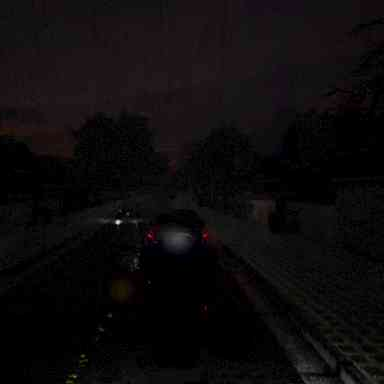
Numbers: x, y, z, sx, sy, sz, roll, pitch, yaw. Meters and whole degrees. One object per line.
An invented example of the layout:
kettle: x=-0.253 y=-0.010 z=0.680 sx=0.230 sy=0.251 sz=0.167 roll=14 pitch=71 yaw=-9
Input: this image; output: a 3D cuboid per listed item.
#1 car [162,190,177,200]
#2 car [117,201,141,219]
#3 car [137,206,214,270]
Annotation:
car: x=-5.029 y=0.513 z=69.617 sx=2.150 sy=2.045 sz=5.566 roll=0 pitch=1 yaw=1
car: x=-5.512 y=1.493 z=29.367 sx=1.812 sy=1.442 sz=4.674 roll=0 pitch=0 yaw=-7
car: x=-0.559 y=1.351 z=11.319 sx=2.097 sy=1.767 sz=4.553 roll=0 pitch=0 yaw=-5
